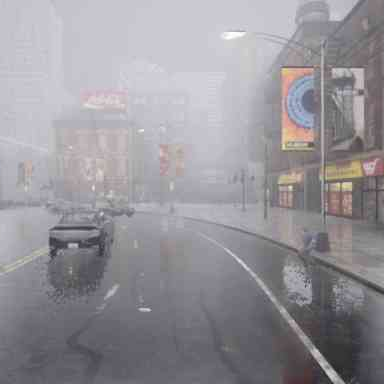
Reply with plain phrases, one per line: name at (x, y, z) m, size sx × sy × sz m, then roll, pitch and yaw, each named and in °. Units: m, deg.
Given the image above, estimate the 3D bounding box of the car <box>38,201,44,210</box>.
car at (-16.111, 1.501, 39.881) m, size 4.892 × 1.490 × 1.837 m, roll 0°, pitch 0°, yaw 39°

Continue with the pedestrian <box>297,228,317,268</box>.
pedestrian at (3.401, 1.573, 9.772) m, size 0.375 × 1.300 × 0.375 m, roll 0°, pitch 0°, yaw -3°

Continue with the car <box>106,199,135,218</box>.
car at (-6.865, 1.598, 29.810) m, size 1.895 × 1.301 × 4.718 m, roll 0°, pitch 0°, yaw -32°

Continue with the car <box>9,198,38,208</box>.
car at (-24.241, 1.590, 48.863) m, size 4.718 × 1.301 × 1.895 m, roll 0°, pitch 0°, yaw 29°

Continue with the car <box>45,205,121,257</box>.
car at (-4.150, 1.490, 13.025) m, size 2.128 × 1.511 × 4.902 m, roll 0°, pitch 0°, yaw -8°

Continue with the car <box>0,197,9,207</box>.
car at (-29.557, 1.515, 51.002) m, size 4.674 × 1.452 × 2.002 m, roll 0°, pitch 0°, yaw 19°

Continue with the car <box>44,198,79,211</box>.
car at (-11.510, 1.544, 30.477) m, size 2.033 × 1.411 × 5.357 m, roll 0°, pitch 0°, yaw -38°
